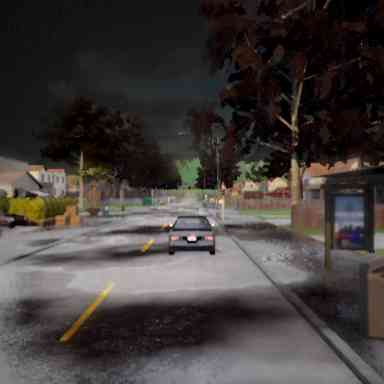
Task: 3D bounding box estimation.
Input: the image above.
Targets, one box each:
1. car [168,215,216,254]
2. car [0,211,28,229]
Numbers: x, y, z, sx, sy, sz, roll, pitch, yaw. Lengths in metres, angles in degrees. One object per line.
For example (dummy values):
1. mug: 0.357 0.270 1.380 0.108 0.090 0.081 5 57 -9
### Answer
1. car: -0.001 1.679 13.989 2.033 1.411 5.357 0 -1 0
2. car: -12.888 1.543 19.968 5.357 1.415 2.033 0 -1 3
